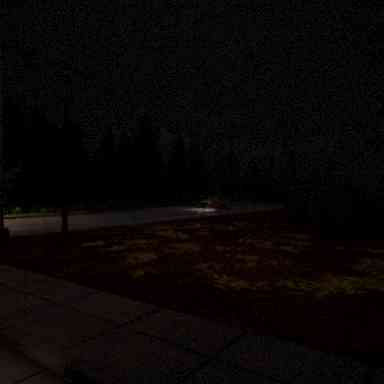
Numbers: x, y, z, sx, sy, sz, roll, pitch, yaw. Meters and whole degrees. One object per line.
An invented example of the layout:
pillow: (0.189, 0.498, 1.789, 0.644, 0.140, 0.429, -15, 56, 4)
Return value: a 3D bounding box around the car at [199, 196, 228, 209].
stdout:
car: (2.894, 1.324, 43.926, 1.882, 1.535, 5.008, 1, 0, 37)
